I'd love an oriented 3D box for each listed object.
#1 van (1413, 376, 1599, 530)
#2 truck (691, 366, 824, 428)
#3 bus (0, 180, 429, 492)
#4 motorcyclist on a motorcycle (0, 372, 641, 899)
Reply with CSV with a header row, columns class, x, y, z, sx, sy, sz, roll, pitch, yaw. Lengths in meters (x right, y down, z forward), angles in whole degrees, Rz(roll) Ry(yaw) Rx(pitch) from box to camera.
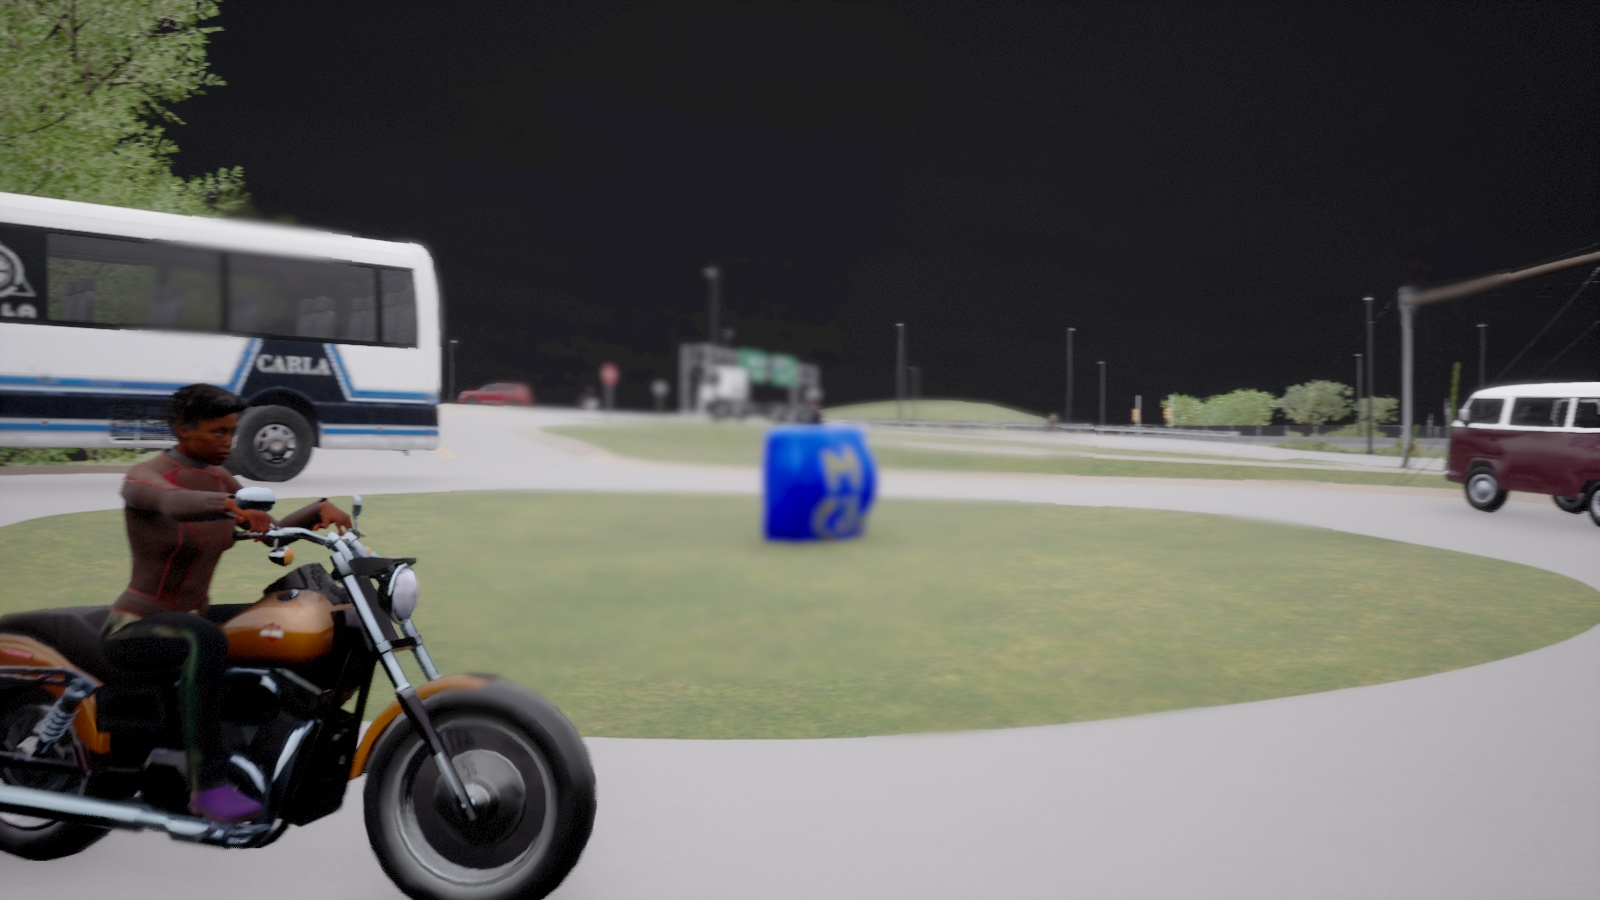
class,x,y,z,sx,sy,sz,roll,pitch,yaw
van,11.417,-0.019,18.437,2.069,2.038,4.480,2,3,-9
truck,-2.798,-3.416,81.346,7.936,3.462,2.891,4,2,24
bus,-11.450,-1.580,19.401,10.273,4.253,3.944,0,1,-44
motorcyclist on a motorcycle,-1.771,0.607,4.005,2.350,1.649,0.766,1,0,15
